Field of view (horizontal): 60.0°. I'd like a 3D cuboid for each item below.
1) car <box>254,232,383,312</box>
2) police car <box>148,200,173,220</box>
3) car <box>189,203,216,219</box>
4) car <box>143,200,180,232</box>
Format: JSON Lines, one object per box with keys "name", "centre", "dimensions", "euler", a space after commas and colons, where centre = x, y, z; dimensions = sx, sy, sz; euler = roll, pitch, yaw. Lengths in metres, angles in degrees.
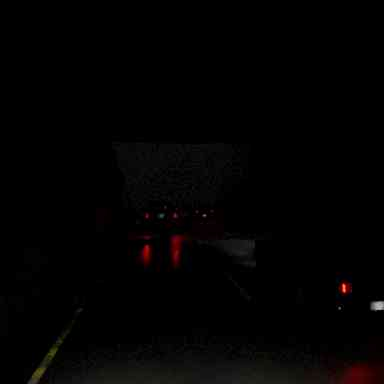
{"name": "car", "centre": [2.893, 1.581, 7.686], "dimensions": [1.895, 1.301, 4.718], "euler": [0, 0, -5]}
{"name": "police car", "centre": [-2.876, 1.524, 29.998], "dimensions": [2.038, 1.542, 4.974], "euler": [0, 0, -6]}
{"name": "car", "centre": [0.776, 1.595, 28.760], "dimensions": [1.895, 1.301, 4.718], "euler": [0, 0, -6]}
{"name": "car", "centre": [-1.901, 1.364, 20.512], "dimensions": [2.097, 1.767, 4.553], "euler": [0, 0, -6]}
